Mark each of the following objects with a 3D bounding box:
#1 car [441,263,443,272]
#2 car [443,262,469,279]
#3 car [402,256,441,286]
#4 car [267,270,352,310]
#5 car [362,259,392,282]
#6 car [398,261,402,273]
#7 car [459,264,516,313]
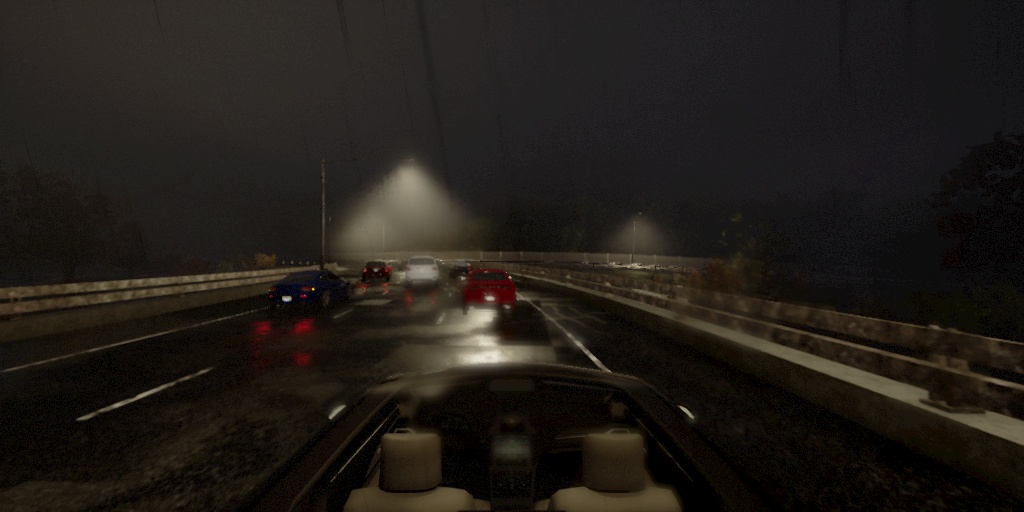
[{"bbox_3d":[-10.625,1.303,48.385,1.882,1.535,5.008,0,0,-25],"label":"car"},{"bbox_3d":[-4.720,1.289,32.714,2.128,1.511,4.902,0,0,-16],"label":"car"},{"bbox_3d":[-6.470,1.014,25.853,2.150,2.045,5.566,0,0,-13],"label":"car"},{"bbox_3d":[-8.094,1.303,14.715,1.812,1.442,4.674,0,0,-7],"label":"car"},{"bbox_3d":[-11.298,1.154,30.261,2.097,1.767,4.553,0,0,-16],"label":"car"},{"bbox_3d":[-13.667,1.331,46.628,1.837,1.490,4.892,0,0,-24],"label":"car"},{"bbox_3d":[-0.980,1.245,14.110,1.882,1.535,5.008,0,0,-6],"label":"car"}]
